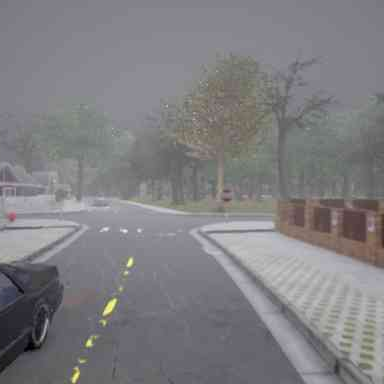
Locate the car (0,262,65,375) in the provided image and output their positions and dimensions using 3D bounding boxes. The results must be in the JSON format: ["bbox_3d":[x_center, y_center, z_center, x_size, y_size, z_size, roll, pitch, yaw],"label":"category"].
[{"bbox_3d":[-2.998,1.549,3.408,2.033,1.411,5.357,0,0,-2],"label":"car"}]

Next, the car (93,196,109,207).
[{"bbox_3d":[-12.780,1.364,46.627,1.812,1.442,4.674,0,1,-18],"label":"car"}]
